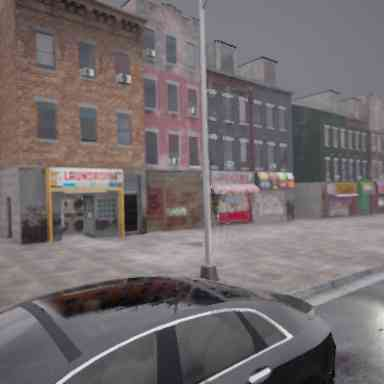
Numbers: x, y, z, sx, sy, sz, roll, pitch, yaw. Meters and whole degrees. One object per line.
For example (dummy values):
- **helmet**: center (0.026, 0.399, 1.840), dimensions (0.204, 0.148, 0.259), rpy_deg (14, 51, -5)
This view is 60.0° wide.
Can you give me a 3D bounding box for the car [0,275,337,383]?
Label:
- **car**: center (-0.768, 1.555, 2.471), dimensions (4.892, 1.490, 1.837), rpy_deg (0, -1, -39)
